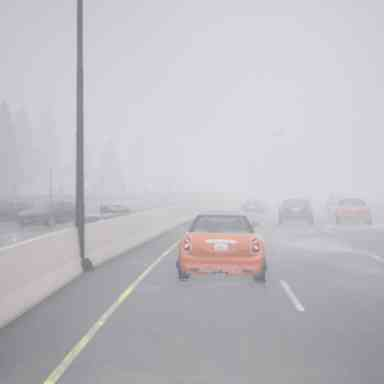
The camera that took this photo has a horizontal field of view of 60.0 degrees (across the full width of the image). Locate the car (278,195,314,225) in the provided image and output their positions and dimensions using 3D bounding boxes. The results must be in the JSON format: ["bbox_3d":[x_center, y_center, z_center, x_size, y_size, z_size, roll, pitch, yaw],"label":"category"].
[{"bbox_3d":[6.869,1.143,22.308,2.097,1.767,4.553,0,1,15],"label":"car"}]

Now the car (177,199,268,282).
[{"bbox_3d":[0.890,1.253,9.685,2.097,1.767,4.553,0,1,6],"label":"car"}]

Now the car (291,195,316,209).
[{"bbox_3d":[13.140,1.129,39.073,2.128,1.511,4.902,0,1,26],"label":"car"}]

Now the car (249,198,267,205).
[{"bbox_3d":[5.747,1.265,30.474,1.994,1.385,4.181,0,1,19],"label":"car"}]

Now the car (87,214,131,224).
[{"bbox_3d":[-4.879,1.435,19.434,1.895,1.301,4.718,0,1,12],"label":"car"}]

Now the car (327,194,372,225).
[{"bbox_3d":[10.575,1.153,22.582,2.097,1.767,4.553,0,1,15],"label":"car"}]

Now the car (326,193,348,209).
[{"bbox_3d":[17.152,1.002,39.188,2.097,1.767,4.553,1,1,27],"label":"car"}]
